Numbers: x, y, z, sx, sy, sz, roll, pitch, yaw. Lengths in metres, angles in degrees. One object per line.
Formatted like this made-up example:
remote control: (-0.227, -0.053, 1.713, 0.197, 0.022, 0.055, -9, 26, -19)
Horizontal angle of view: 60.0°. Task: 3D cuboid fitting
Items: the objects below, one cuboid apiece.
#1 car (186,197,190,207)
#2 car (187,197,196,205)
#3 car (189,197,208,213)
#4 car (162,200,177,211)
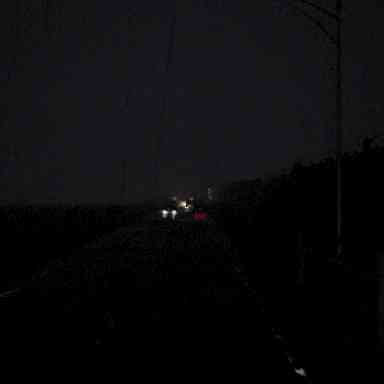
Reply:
car: (-0.101, 1.729, 57.348, 2.128, 1.511, 4.902, 0, 0, 0)
car: (-0.120, 1.774, 68.137, 1.812, 1.442, 4.674, 0, 0, 0)
car: (0.892, 1.669, 39.785, 1.837, 1.490, 4.892, 0, 0, 0)
car: (-2.916, 1.730, 44.365, 2.033, 1.411, 5.357, 0, 0, 0)
